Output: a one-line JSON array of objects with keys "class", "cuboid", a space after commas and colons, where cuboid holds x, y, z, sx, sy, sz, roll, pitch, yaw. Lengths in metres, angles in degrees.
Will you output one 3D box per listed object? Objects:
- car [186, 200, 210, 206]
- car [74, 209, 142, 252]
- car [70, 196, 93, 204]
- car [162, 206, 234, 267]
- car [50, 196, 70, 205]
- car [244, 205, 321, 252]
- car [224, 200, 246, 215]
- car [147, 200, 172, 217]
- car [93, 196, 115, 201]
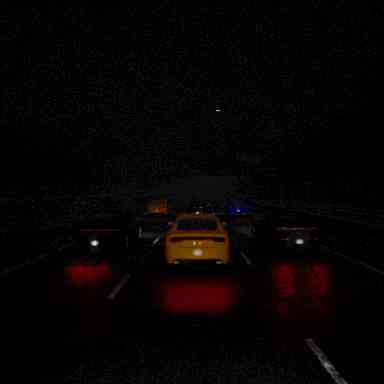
[{"class": "car", "cuboid": [0.510, 1.475, 29.625, 1.837, 1.490, 4.892, 0, 0, 1]}, {"class": "car", "cuboid": [-3.296, 1.489, 13.775, 1.837, 1.490, 4.892, 0, 0, 1]}, {"class": "car", "cuboid": [-16.424, 1.430, 50.835, 1.837, 1.490, 4.892, 0, 0, 3]}, {"class": "car", "cuboid": [0.176, 1.466, 11.379, 1.882, 1.535, 5.008, 0, 0, 1]}, {"class": "car", "cuboid": [-19.924, 1.412, 50.893, 2.128, 1.511, 4.902, 0, 0, 3]}, {"class": "car", "cuboid": [3.704, 1.480, 13.763, 2.128, 1.511, 4.902, 0, 0, 1]}, {"class": "car", "cuboid": [4.049, 1.449, 31.052, 1.882, 1.535, 5.008, 0, 0, 2]}, {"class": "car", "cuboid": [-2.952, 1.443, 31.077, 1.882, 1.535, 5.008, 0, 0, 2]}, {"class": "car", "cuboid": [-12.928, 1.434, 50.746, 1.837, 1.490, 4.892, 0, 0, 3]}]
